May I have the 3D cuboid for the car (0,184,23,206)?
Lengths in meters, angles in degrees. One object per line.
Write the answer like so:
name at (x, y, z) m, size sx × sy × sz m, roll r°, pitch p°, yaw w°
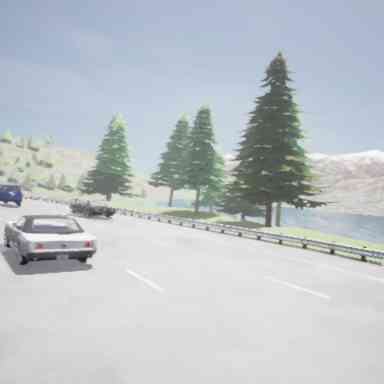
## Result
car at (-18.520, 0.234, 32.654) m, size 5.566 × 2.045 × 2.150 m, roll 4°, pitch -1°, yaw 44°

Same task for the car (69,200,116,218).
car at (-7.884, 1.287, 26.022) m, size 1.895 × 1.301 × 4.718 m, roll 4°, pitch -1°, yaw -41°

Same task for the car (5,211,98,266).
car at (-4.705, 1.370, 10.653) m, size 1.895 × 1.301 × 4.718 m, roll 4°, pitch -1°, yaw -36°
